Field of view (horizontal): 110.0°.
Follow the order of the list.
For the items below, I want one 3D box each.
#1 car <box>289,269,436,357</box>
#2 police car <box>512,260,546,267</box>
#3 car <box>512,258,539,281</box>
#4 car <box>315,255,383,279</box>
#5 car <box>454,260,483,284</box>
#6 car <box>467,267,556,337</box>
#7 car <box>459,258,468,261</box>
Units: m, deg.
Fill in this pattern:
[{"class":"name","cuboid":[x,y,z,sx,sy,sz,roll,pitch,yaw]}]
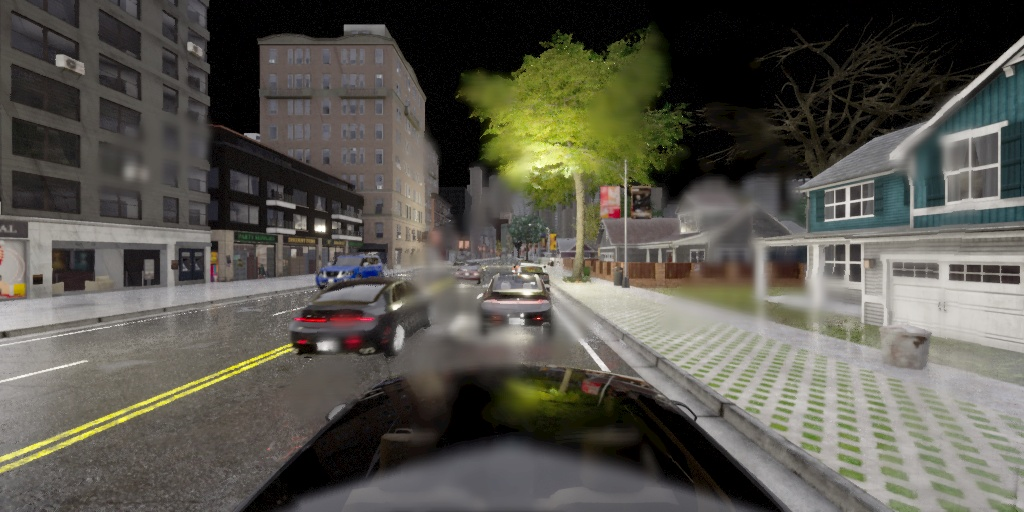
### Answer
[{"class":"car","cuboid":[-3.125,1.255,8.491,1.837,1.490,4.892,0,1,0]},{"class":"police car","cuboid":[1.045,1.165,20.564,1.930,1.638,5.238,0,0,0]},{"class":"car","cuboid":[1.082,1.081,30.424,2.097,1.767,4.553,0,0,0]},{"class":"car","cuboid":[-9.774,0.959,22.158,2.150,2.045,5.566,0,0,0]},{"class":"car","cuboid":[-3.062,1.281,26.918,2.033,1.411,5.357,0,0,0]},{"class":"car","cuboid":[0.131,1.239,10.315,2.128,1.511,4.902,0,0,0]},{"class":"car","cuboid":[-6.393,1.308,54.304,1.895,1.301,4.718,0,0,0]}]
